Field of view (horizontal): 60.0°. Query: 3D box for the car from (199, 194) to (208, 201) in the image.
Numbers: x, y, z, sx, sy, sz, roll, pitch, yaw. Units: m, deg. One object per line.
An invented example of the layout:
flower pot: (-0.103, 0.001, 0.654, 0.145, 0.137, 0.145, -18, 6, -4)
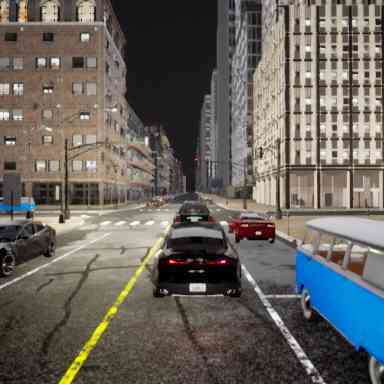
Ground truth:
car: (2.773, 1.376, 82.139, 1.967, 1.590, 4.097, 1, 0, 0)

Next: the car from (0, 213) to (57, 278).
car: (-5.673, 1.564, 10.222, 1.947, 1.339, 4.313, 1, 0, 0)

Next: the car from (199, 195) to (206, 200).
car: (2.777, 1.453, 87.960, 1.752, 1.417, 4.829, 1, 0, 0)

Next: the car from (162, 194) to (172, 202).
car: (-5.612, 1.383, 76.495, 1.967, 1.590, 4.097, 1, 0, 0)

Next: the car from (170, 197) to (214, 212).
car: (0.086, 1.348, 17.608, 2.097, 1.767, 4.553, 0, 0, -1)

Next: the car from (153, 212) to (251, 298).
car: (0.109, 1.504, 8.515, 1.837, 1.490, 4.892, 0, 0, 0)

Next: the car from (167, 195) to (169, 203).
car: (-5.629, 1.547, 59.541, 1.802, 1.307, 4.206, 1, 0, 0)

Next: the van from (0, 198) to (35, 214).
van: (-19.704, 1.516, 37.120, 3.998, 1.788, 1.690, 0, 0, 1)

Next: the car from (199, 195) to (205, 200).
car: (2.781, 1.501, 93.441, 1.802, 1.307, 4.206, 1, 0, 0)

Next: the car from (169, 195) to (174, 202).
car: (-5.619, 1.501, 70.843, 2.008, 1.369, 4.403, 1, 0, 0)

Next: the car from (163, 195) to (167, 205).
car: (-5.632, 1.413, 53.890, 1.967, 1.590, 4.097, 1, 0, 0)

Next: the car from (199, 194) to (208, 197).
car: (2.752, 1.516, 59.532, 2.008, 1.369, 4.403, 1, 0, 0)

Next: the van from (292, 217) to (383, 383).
van: (2.705, 1.341, 4.632, 1.690, 1.788, 3.998, 1, 0, 0)

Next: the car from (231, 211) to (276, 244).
car: (2.713, 1.541, 15.786, 1.887, 1.381, 4.507, 1, 0, 0)

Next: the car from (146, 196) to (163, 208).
car: (-5.639, 1.561, 48.237, 1.802, 1.307, 4.206, 1, 0, 0)

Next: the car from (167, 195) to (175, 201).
car: (-5.603, 1.454, 87.629, 1.752, 1.417, 4.829, 1, 0, 0)
